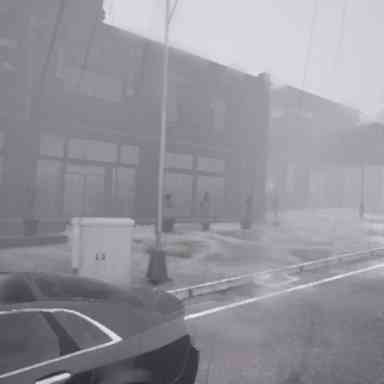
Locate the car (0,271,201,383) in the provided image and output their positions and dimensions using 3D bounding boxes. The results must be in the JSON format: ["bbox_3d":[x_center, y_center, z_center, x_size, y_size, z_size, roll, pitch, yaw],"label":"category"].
[{"bbox_3d":[-2.199,1.504,2.422,4.892,1.490,1.837,0,0,-35],"label":"car"}]
